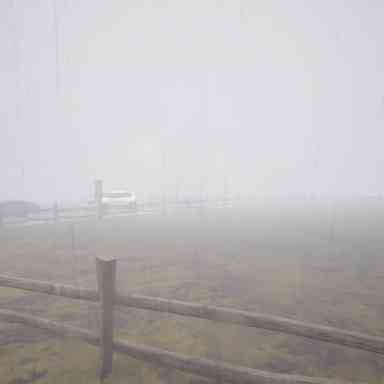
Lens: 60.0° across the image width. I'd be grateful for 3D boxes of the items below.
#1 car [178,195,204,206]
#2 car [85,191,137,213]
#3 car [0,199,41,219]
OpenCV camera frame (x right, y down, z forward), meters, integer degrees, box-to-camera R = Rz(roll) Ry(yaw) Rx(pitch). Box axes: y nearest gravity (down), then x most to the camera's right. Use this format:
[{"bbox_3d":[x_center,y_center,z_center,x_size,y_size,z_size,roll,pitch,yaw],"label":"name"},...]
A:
[{"bbox_3d":[-0.218,1.123,44.142,1.994,1.385,4.181,1,1,35],"label":"car"},{"bbox_3d":[-7.987,0.937,33.381,2.150,2.045,5.566,1,1,36],"label":"car"},{"bbox_3d":[-13.975,1.340,25.094,1.837,1.490,4.892,1,1,36],"label":"car"}]
